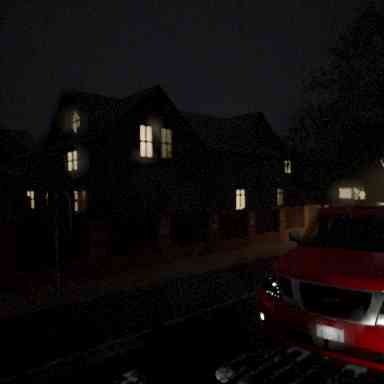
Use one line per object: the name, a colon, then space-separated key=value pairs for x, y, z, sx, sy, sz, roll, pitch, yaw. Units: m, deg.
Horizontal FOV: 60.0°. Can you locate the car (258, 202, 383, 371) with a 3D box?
car: x=3.203 y=1.234 z=5.935 sx=2.150 sy=2.045 sz=5.566 roll=0 pitch=0 yaw=37
